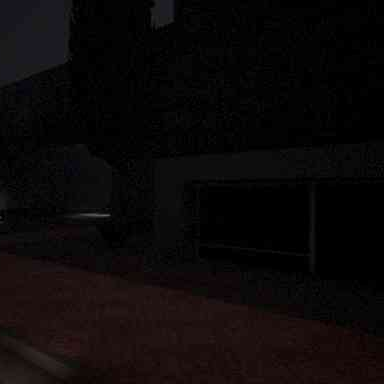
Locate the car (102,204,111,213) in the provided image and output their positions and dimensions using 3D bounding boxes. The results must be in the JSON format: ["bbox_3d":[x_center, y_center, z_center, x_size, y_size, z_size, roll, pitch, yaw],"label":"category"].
[{"bbox_3d":[-7.396,1.517,35.453,1.812,1.442,4.674,0,0,36],"label":"car"}]

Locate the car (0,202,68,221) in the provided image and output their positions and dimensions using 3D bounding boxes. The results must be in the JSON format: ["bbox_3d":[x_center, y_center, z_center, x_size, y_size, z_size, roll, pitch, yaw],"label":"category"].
[{"bbox_3d":[-13.051,1.539,27.612,2.033,1.411,5.357,0,0,36],"label":"car"}]
